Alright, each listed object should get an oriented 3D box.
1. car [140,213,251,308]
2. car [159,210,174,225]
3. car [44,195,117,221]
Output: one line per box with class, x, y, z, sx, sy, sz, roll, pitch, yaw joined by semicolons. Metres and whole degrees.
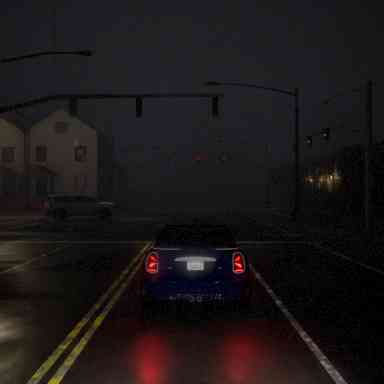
car;0.081;1.352;8.112;2.097;1.767;4.553;0;0;0
car;-3.543;3.673;46.730;1.812;1.442;4.674;-1;-13;-1
car;-8.876;1.224;26.710;5.566;2.045;2.150;0;0;-15
